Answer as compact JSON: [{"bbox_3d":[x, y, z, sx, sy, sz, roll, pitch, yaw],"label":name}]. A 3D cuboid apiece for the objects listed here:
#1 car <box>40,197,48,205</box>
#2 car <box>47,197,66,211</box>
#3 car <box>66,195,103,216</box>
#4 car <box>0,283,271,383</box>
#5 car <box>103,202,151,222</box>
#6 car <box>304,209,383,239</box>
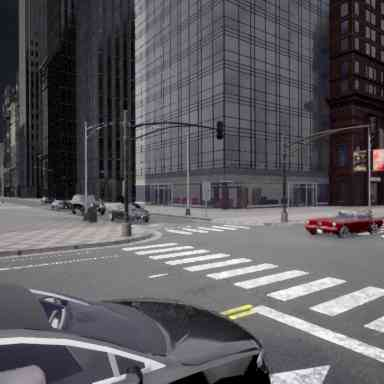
[{"bbox_3d":[-27.626,1.652,63.473,1.837,1.490,4.892,0,0,-35],"label":"car"},{"bbox_3d":[-16.541,1.660,42.328,1.994,1.385,4.181,0,0,-36],"label":"car"},{"bbox_3d":[-10.741,1.294,34.130,2.150,2.045,5.566,0,0,-36],"label":"car"},{"bbox_3d":[-1.493,1.491,2.373,4.902,1.511,2.128,0,0,-36],"label":"car"},{"bbox_3d":[-4.991,1.555,26.028,1.837,1.490,4.892,0,0,-35],"label":"car"},{"bbox_3d":[8.010,1.603,17.497,4.718,1.301,1.895,0,0,-36],"label":"car"}]
